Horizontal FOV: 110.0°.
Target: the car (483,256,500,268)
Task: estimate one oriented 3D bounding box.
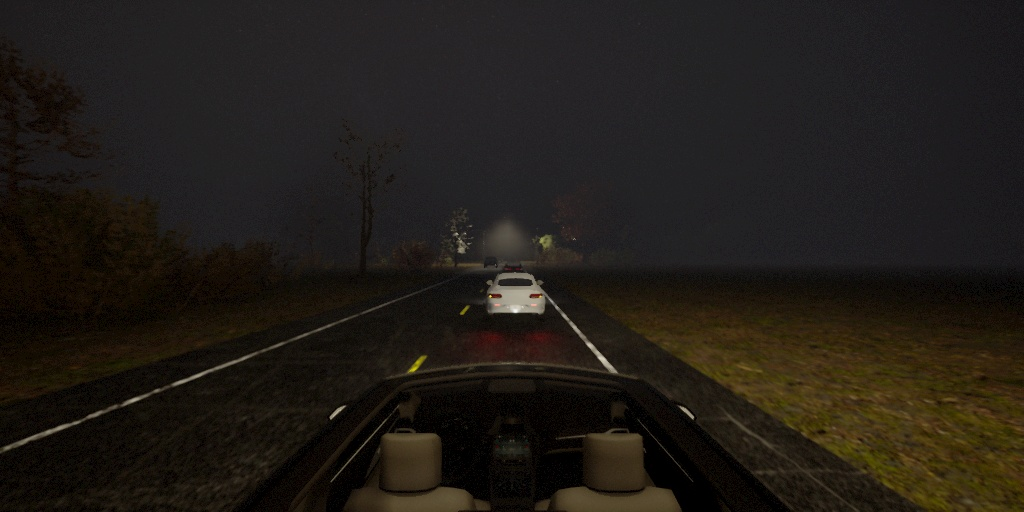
[{"bbox_3d":[-3.524,0.989,60.082,2.150,2.045,5.566,0,0,1],"label":"car"}]

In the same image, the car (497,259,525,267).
[{"bbox_3d":[0.108,1.254,30.349,2.128,1.511,4.902,0,0,0],"label":"car"}]

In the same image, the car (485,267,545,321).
[{"bbox_3d":[0.102,1.282,12.334,1.812,1.442,4.674,0,0,0],"label":"car"}]
